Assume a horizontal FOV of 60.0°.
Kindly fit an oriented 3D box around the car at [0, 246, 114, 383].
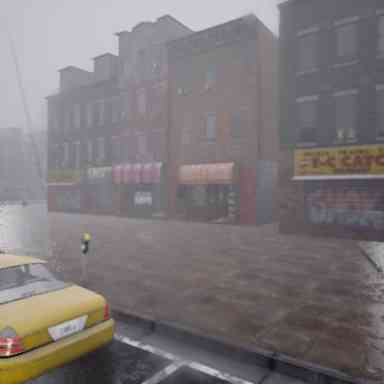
[{"bbox_3d":[-3.297,1.521,5.160,4.829,1.417,1.752,0,0,36],"label":"car"}]
